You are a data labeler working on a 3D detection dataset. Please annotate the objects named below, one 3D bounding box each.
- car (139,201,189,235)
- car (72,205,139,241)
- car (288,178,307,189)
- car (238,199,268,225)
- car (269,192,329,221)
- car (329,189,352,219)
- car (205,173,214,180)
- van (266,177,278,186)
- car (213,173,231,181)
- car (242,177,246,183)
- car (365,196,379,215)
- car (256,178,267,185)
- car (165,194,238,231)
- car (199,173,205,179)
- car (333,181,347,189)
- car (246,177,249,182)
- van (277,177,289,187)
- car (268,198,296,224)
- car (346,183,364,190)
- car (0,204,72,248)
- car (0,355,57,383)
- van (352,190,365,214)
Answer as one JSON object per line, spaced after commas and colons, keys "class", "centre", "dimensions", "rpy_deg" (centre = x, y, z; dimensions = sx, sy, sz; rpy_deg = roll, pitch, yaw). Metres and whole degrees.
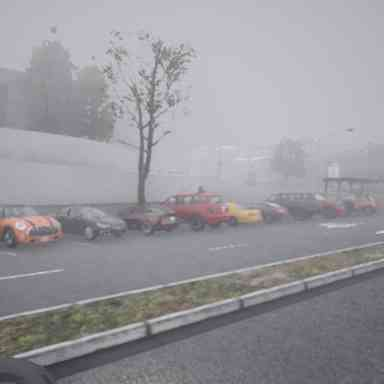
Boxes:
{"class": "car", "centre": [-2.894, 1.448, 18.173], "dimensions": [4.792, 1.488, 2.163], "rpy_deg": [-1, 0, 35]}
{"class": "car", "centre": [-5.313, 1.446, 16.426], "dimensions": [4.892, 1.521, 2.231], "rpy_deg": [-1, -1, 35]}
{"class": "car", "centre": [22.324, -1.540, 68.597], "dimensions": [2.231, 1.521, 4.892], "rpy_deg": [6, 4, 35]}
{"class": "car", "centre": [1.870, 1.371, 21.746], "dimensions": [5.366, 1.575, 1.946], "rpy_deg": [-1, 0, 35]}
{"class": "car", "centre": [6.901, 1.073, 25.131], "dimensions": [5.566, 2.045, 2.435], "rpy_deg": [-1, 0, 35]}
{"class": "car", "centre": [9.414, 1.049, 26.836], "dimensions": [5.566, 2.045, 2.435], "rpy_deg": [-1, -1, 35]}
{"class": "car", "centre": [6.706, -4.248, 90.696], "dimensions": [2.435, 2.045, 5.566], "rpy_deg": [7, 4, 34]}
{"class": "van", "centre": [18.829, -2.312, 73.425], "dimensions": [1.878, 1.987, 4.442], "rpy_deg": [7, 4, 35]}
{"class": "car", "centre": [8.562, -3.727, 88.440], "dimensions": [1.946, 1.575, 5.366], "rpy_deg": [6, 4, 34]}
{"class": "car", "centre": [13.675, -2.866, 80.935], "dimensions": [2.002, 1.452, 4.674], "rpy_deg": [6, 4, 35]}
{"class": "car", "centre": [14.362, 1.128, 30.258], "dimensions": [4.553, 1.767, 2.185], "rpy_deg": [-1, 0, 35]}
{"class": "car", "centre": [17.254, -2.362, 76.156], "dimensions": [1.946, 1.575, 5.366], "rpy_deg": [6, 4, 35]}
{"class": "car", "centre": [-0.451, 1.144, 19.917], "dimensions": [5.566, 2.045, 2.435], "rpy_deg": [-1, 0, 35]}
{"class": "car", "centre": [4.910, -4.399, 93.161], "dimensions": [2.185, 1.767, 4.553], "rpy_deg": [6, 3, 34]}
{"class": "car", "centre": [27.541, -0.974, 61.215], "dimensions": [2.435, 2.045, 5.566], "rpy_deg": [6, 4, 35]}
{"class": "car", "centre": [15.420, -2.593, 78.475], "dimensions": [2.002, 1.452, 4.674], "rpy_deg": [7, 4, 35]}
{"class": "van", "centre": [20.560, -2.038, 70.956], "dimensions": [1.878, 1.987, 4.442], "rpy_deg": [7, 4, 35]}
{"class": "car", "centre": [4.476, 1.387, 23.375], "dimensions": [4.674, 1.452, 2.002], "rpy_deg": [-1, 0, 35]}
{"class": "car", "centre": [29.236, -0.411, 58.746], "dimensions": [2.002, 1.452, 4.674], "rpy_deg": [6, 4, 35]}
{"class": "car", "centre": [-7.780, 1.346, 14.699], "dimensions": [4.553, 1.767, 2.185], "rpy_deg": [-1, -1, 34]}
{"class": "car", "centre": [-2.886, 1.525, 1.072], "dimensions": [4.892, 1.490, 1.837], "rpy_deg": [-1, 1, -36]}
{"class": "van", "centre": [11.953, 1.050, 28.507], "dimensions": [4.442, 1.987, 1.878], "rpy_deg": [-1, -1, 35]}
